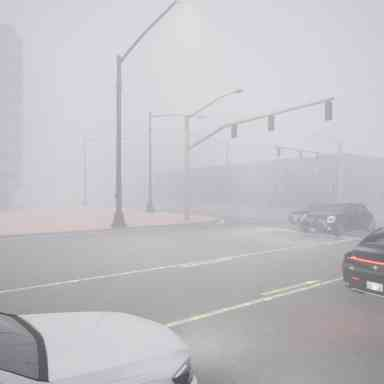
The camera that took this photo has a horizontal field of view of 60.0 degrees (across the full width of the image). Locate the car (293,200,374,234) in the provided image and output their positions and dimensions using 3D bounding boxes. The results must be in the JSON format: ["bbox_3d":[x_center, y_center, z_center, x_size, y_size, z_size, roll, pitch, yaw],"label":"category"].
[{"bbox_3d":[7.962,1.352,18.207,4.553,1.767,2.097,0,0,-35],"label":"car"}]

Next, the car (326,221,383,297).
[{"bbox_3d":[5.376,1.505,7.574,4.892,1.490,1.837,0,0,-35],"label":"car"}]

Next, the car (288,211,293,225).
[{"bbox_3d":[8.702,1.491,23.022,4.902,1.511,2.128,0,0,-35],"label":"car"}]

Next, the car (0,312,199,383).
[{"bbox_3d":[-2.103,1.526,2.248,4.674,1.442,1.812,0,0,-35],"label":"car"}]
